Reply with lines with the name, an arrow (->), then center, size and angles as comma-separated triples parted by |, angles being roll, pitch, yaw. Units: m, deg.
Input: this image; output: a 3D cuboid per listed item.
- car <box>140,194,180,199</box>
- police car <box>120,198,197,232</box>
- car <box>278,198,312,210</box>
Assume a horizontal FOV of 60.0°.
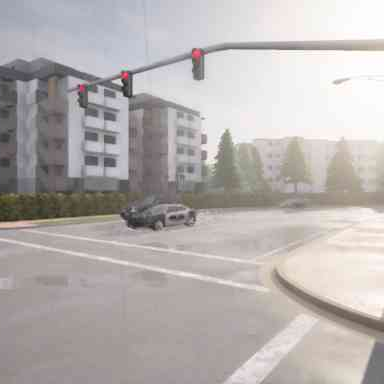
car -> -2.889, 1.211, 25.419 | 2.150, 2.045, 5.566 | 0, 0, 36
police car -> -1.753, 1.419, 20.461 | 1.930, 1.638, 5.238 | 0, 0, 36
car -> 12.942, 1.484, 41.719 | 4.902, 1.511, 2.128 | 0, 0, -33
